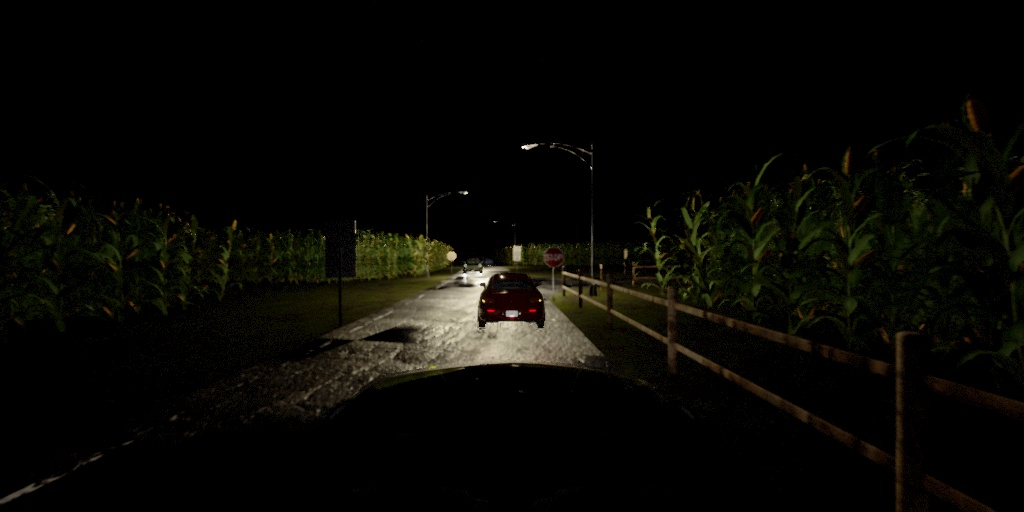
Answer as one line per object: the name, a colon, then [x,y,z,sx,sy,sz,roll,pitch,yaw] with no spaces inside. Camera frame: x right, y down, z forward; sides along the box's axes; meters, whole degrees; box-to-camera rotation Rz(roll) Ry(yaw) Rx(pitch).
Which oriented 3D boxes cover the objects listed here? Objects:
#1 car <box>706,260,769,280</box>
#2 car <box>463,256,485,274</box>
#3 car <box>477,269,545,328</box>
car: [15.716,0.895,24.371,5.008,1.535,1.882,-1,0,3]
car: [-4.362,1.009,40.323,2.097,1.767,4.553,0,0,-5]
car: [-0.042,1.249,11.124,1.812,1.442,4.674,0,0,-1]
